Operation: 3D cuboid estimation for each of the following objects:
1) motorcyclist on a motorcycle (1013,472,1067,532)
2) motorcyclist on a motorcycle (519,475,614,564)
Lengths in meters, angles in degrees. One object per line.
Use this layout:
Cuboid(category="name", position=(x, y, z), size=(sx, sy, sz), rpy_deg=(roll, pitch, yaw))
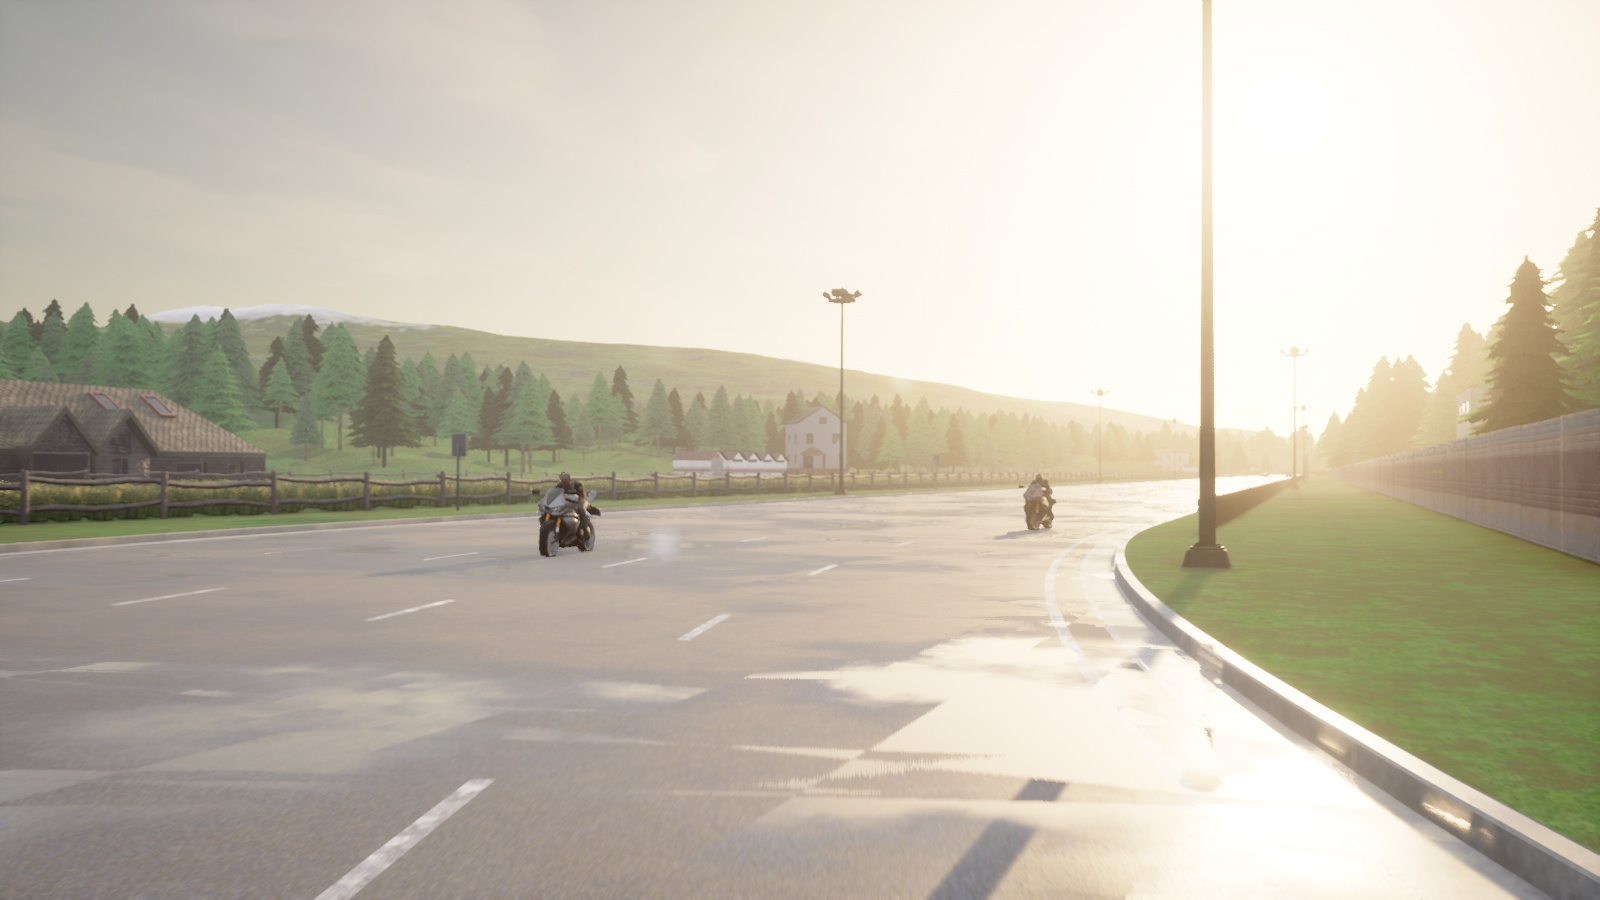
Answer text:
Cuboid(category="motorcyclist on a motorcycle", position=(6.408, 1.364, 33.450), size=(0.866, 1.530, 2.191), rpy_deg=(-2, -2, 26))
Cuboid(category="motorcyclist on a motorcycle", position=(-4.240, 1.233, 22.966), size=(0.866, 1.530, 2.191), rpy_deg=(0, -1, 14))
